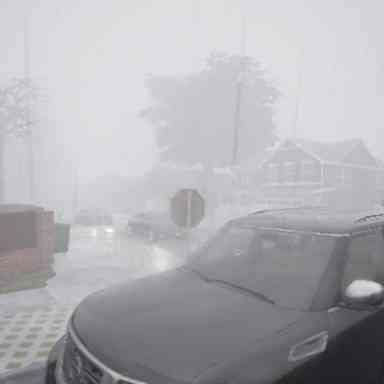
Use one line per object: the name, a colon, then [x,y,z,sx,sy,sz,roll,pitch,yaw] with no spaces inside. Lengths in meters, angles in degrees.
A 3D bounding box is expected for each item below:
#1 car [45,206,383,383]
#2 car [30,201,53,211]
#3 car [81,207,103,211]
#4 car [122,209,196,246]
car: [1.340,1.242,3.911,5.566,2.045,2.150,0,0,-36]
car: [-18.654,1.930,40.687,2.097,1.767,4.553,2,-2,-40]
car: [-7.806,1.902,26.483,1.994,1.385,4.181,2,-2,-35]
car: [-1.904,1.728,17.401,1.837,1.490,4.892,2,-2,-32]
